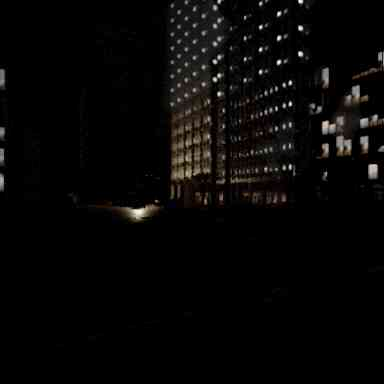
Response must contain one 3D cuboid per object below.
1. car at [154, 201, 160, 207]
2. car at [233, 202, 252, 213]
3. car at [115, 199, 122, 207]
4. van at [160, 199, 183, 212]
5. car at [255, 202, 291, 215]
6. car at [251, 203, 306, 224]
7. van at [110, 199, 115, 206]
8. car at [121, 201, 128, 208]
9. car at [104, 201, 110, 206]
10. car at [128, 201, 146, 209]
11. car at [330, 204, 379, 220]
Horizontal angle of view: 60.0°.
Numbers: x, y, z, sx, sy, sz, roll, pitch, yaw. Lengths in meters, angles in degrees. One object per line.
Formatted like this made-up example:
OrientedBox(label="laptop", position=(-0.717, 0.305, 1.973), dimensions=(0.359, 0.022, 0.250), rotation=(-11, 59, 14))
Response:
OrientedBox(label="car", position=(-7.234, 2.680, 75.824), dimensions=(1.802, 1.307, 4.206), rotation=(-1, -1, -26))
OrientedBox(label="car", position=(7.351, 2.064, 45.393), dimensions=(1.947, 1.339, 4.313), rotation=(-1, -1, -26))
OrientedBox(label="car", position=(-14.792, 2.628, 72.202), dimensions=(1.887, 1.381, 4.507), rotation=(-1, -1, -26))
OrientedBox(label="van", position=(-2.642, 1.922, 46.845), dimensions=(1.690, 1.788, 3.998), rotation=(-1, -1, -26))
OrientedBox(label="car", position=(9.782, 1.967, 40.321), dimensions=(1.947, 1.339, 4.313), rotation=(-1, -1, -26))
OrientedBox(label="car", position=(7.086, 1.746, 26.555), dimensions=(2.008, 1.369, 4.403), rotation=(-1, -1, -26))
OrientedBox(label="van", position=(-17.226, 2.528, 77.275), dimensions=(1.690, 1.788, 3.998), rotation=(-1, -1, -26))
OrientedBox(label="car", position=(-12.288, 2.503, 66.978), dimensions=(1.752, 1.417, 4.829), rotation=(-1, -1, -26))
OrientedBox(label="car", position=(-22.083, 2.938, 87.417), dimensions=(1.887, 1.381, 4.507), rotation=(-1, -1, -26))
OrientedBox(label="car", position=(-9.930, 2.430, 62.058), dimensions=(2.008, 1.369, 4.403), rotation=(-1, -1, -26))
OrientedBox(label="car", position=(14.643, 1.761, 30.177), dimensions=(2.008, 1.369, 4.403), rotation=(-1, -1, -26))
